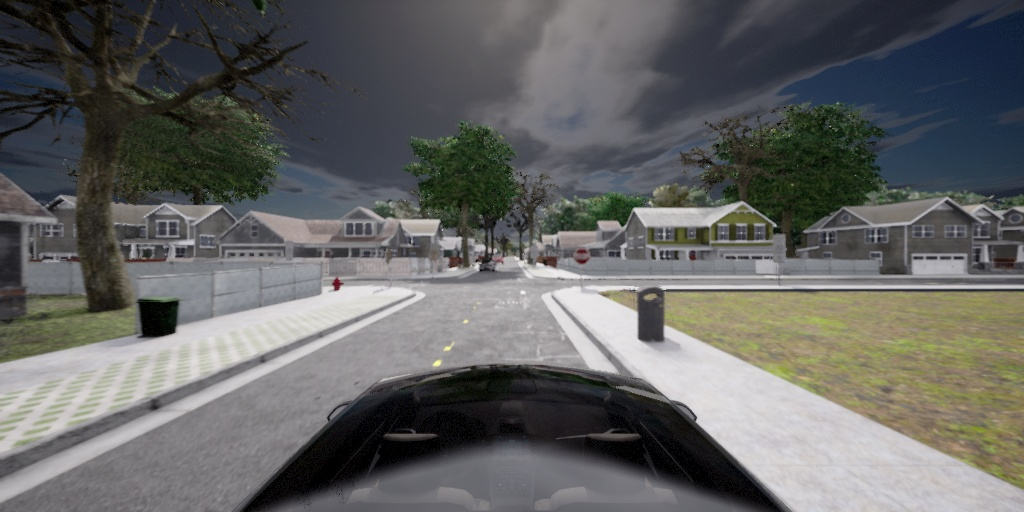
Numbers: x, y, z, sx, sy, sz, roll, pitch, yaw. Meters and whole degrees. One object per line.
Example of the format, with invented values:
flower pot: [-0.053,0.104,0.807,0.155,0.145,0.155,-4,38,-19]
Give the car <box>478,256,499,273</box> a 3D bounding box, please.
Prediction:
car: [-2.741,1.162,41.017,1.837,1.490,4.892,0,2,0]
